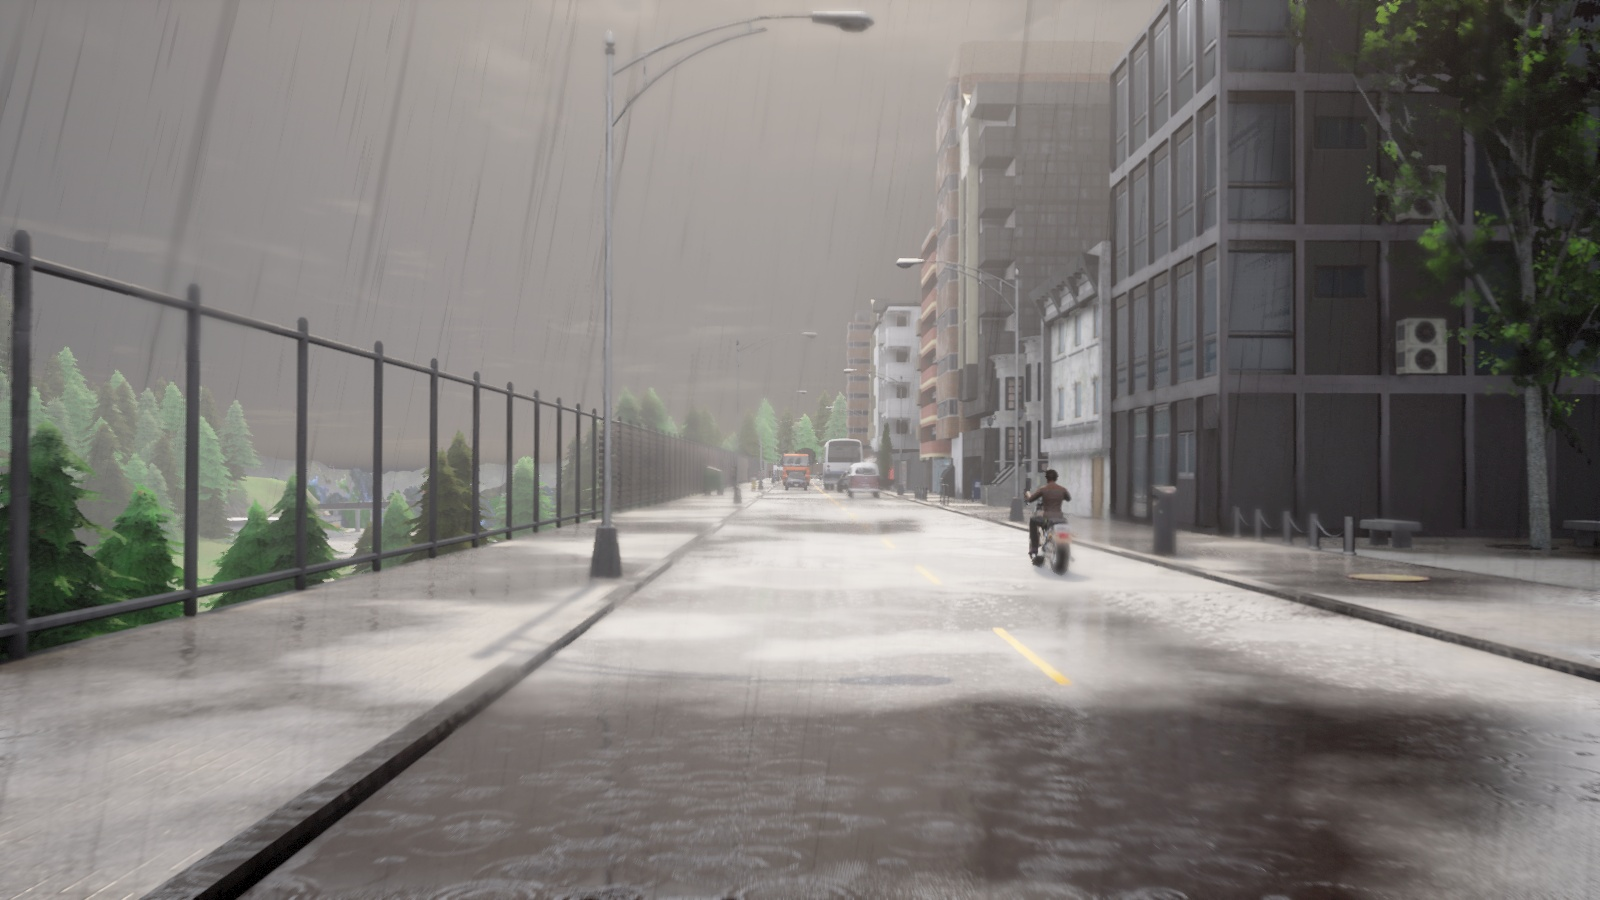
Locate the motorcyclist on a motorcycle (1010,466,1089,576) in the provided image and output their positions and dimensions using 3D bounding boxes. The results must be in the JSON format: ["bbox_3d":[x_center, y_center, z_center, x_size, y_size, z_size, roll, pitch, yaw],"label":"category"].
[{"bbox_3d":[3.943,1.085,20.030,0.766,1.649,2.350,0,-1,0],"label":"motorcyclist on a motorcycle"}]

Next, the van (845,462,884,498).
[{"bbox_3d":[3.790,1.773,74.655,2.069,2.038,4.480,0,-1,0],"label":"van"}]

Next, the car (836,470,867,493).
[{"bbox_3d":[3.746,2.257,91.233,2.033,1.649,4.856,0,-1,0],"label":"car"}]
